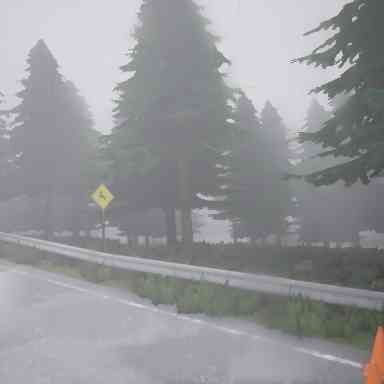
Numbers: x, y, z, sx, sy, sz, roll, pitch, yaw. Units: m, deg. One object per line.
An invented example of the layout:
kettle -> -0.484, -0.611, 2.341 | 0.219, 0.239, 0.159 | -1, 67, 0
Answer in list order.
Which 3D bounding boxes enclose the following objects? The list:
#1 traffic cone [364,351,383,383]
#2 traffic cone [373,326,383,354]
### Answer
traffic cone -> 1.785, 1.956, 3.267 | 0.340, 0.580, 0.340 | 0, 0, 33
traffic cone -> 2.329, 1.956, 4.104 | 0.340, 0.580, 0.340 | 0, 0, 34
